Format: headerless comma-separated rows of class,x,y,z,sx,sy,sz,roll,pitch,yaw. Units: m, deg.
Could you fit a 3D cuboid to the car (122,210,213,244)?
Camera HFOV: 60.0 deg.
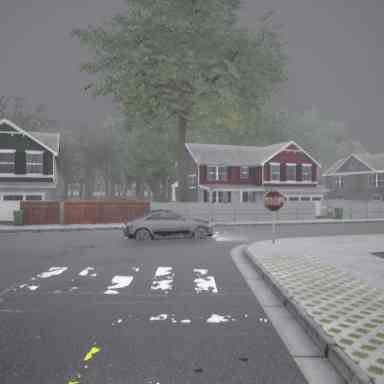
car,-1.122,1.560,15.593,4.181,1.385,1.994,1,0,-20
